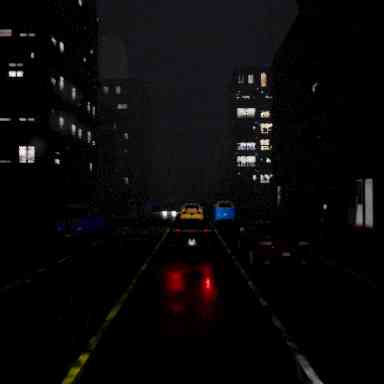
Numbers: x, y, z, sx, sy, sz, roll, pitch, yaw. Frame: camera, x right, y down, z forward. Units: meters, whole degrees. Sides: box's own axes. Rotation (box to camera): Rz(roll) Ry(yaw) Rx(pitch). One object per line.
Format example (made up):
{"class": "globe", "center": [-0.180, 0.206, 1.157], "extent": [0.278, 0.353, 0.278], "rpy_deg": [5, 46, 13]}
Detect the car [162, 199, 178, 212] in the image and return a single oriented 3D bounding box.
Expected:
{"class": "car", "center": [-3.026, 2.003, 46.445], "extent": [1.994, 1.385, 4.181], "rpy_deg": [0, -1, 0]}

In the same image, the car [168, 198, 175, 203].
{"class": "car", "center": [-5.729, 2.482, 94.352], "extent": [1.802, 1.307, 4.206], "rpy_deg": [0, -1, 0]}

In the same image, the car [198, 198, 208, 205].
{"class": "car", "center": [2.659, 2.179, 77.755], "extent": [1.967, 1.590, 4.097], "rpy_deg": [0, -1, 0]}

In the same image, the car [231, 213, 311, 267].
{"class": "car", "center": [2.686, 1.655, 11.680], "extent": [1.887, 1.381, 4.507], "rpy_deg": [0, -1, 0]}

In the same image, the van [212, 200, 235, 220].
{"class": "van", "center": [2.681, 1.610, 28.589], "extent": [1.690, 1.788, 3.998], "rpy_deg": [0, -1, 0]}

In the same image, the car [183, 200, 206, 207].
{"class": "car", "center": [-0.008, 1.755, 29.475], "extent": [1.882, 1.535, 5.008], "rpy_deg": [0, 0, 0]}

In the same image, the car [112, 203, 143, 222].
{"class": "car", "center": [-5.701, 1.851, 28.588], "extent": [1.802, 1.307, 4.206], "rpy_deg": [0, -1, 0]}

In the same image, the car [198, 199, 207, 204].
{"class": "car", "center": [2.656, 2.343, 83.287], "extent": [2.008, 1.369, 4.403], "rpy_deg": [0, -1, 0]}

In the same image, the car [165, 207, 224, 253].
{"class": "car", "center": [-0.003, 1.627, 14.296], "extent": [2.128, 1.511, 4.902], "rpy_deg": [0, 0, 0]}

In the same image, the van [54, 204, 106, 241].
{"class": "van", "center": [-5.695, 1.504, 17.317], "extent": [1.690, 1.788, 3.998], "rpy_deg": [0, -1, 0]}

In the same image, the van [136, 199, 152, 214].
{"class": "van", "center": [-5.817, 1.716, 39.858], "extent": [1.690, 1.788, 3.998], "rpy_deg": [0, -1, 0]}
